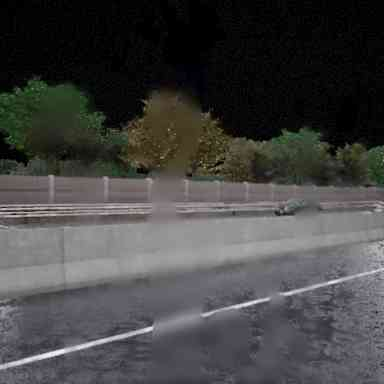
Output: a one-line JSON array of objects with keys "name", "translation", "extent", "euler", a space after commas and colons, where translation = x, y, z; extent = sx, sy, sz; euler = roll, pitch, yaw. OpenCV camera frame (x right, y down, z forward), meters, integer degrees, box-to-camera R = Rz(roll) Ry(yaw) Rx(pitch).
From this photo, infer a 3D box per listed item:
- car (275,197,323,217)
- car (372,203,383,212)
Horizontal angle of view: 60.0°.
[{"name": "car", "translation": [10.721, 1.540, 33.138], "extent": [5.566, 2.045, 2.150], "euler": [1, 0, -35]}, {"name": "car", "translation": [21.721, 1.929, 36.681], "extent": [4.902, 1.511, 2.128], "euler": [1, -1, -35]}]
